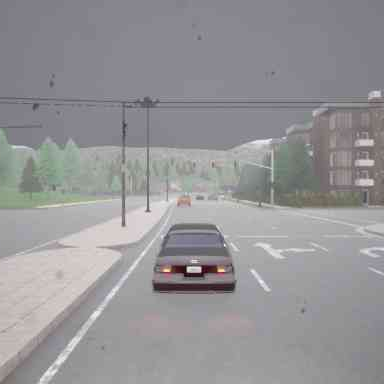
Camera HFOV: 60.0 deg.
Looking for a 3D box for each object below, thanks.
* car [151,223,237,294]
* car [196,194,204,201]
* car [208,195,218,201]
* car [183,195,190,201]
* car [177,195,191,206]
[{"bbox_3d":[0.050,1.547,8.951,2.033,1.411,5.357,0,0,0],"label":"car"},{"bbox_3d":[2.055,1.477,85.558,1.882,1.535,5.008,0,0,0],"label":"car"},{"bbox_3d":[5.555,1.539,85.562,2.033,1.411,5.357,0,0,0],"label":"car"},{"bbox_3d":[-1.445,1.523,85.522,1.812,1.442,4.674,0,0,0],"label":"car"},{"bbox_3d":[-1.309,1.352,54.697,2.097,1.767,4.553,0,0,-1],"label":"car"}]
